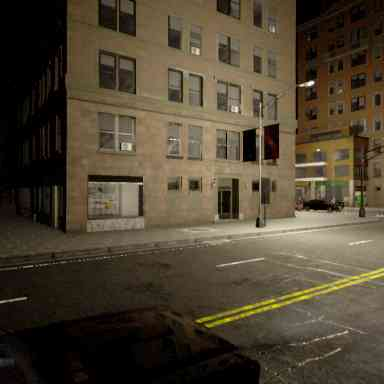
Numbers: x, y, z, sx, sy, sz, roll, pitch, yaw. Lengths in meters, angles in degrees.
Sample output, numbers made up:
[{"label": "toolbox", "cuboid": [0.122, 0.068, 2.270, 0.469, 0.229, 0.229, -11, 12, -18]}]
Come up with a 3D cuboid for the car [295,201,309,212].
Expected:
[{"label": "car", "cuboid": [10.828, 1.420, 38.350, 1.967, 1.590, 4.097, 0, 0, -35]}]

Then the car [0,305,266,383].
[{"label": "car", "cuboid": [-1.678, 1.601, 2.246, 4.718, 1.301, 1.895, 0, 0, -35]}]

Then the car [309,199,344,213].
[{"label": "car", "cuboid": [14.563, 1.516, 37.435, 1.812, 1.442, 4.674, 0, 0, -35]}]

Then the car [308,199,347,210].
[{"label": "car", "cuboid": [17.405, 1.576, 42.947, 1.947, 1.339, 4.313, 0, 0, -35]}]
